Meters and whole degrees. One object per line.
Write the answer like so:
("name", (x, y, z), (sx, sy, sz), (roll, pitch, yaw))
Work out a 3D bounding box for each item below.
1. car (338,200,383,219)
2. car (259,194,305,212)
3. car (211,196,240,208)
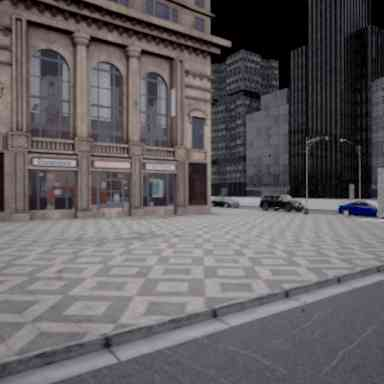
("car", (15.829, 1.550, 30.097), (1.882, 1.535, 5.008), (0, 0, -35))
("car", (10.259, 1.267, 38.334), (2.150, 2.045, 5.566), (0, 0, -34))
("car", (4.687, 1.370, 46.598), (2.097, 1.767, 4.553), (0, 0, -34))
